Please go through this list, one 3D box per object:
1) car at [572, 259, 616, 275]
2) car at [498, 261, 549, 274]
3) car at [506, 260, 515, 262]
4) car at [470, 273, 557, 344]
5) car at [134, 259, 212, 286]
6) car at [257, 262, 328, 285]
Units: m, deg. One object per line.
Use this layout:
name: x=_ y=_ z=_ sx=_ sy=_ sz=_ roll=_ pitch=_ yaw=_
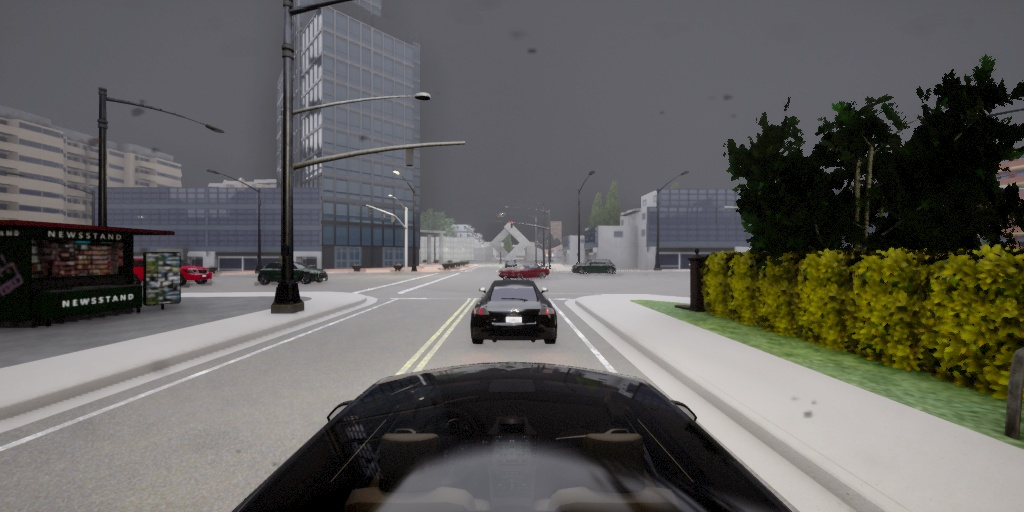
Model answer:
car: x=8.723 y=1.101 z=38.425 sx=4.553 sy=1.767 sz=2.097 roll=0 pitch=0 yaw=4
car: x=0.992 y=1.359 z=29.815 sx=1.895 sy=1.301 sz=4.718 roll=0 pitch=0 yaw=43
car: x=-0.161 y=1.314 z=61.923 sx=1.994 sy=1.385 sz=4.181 roll=0 pitch=0 yaw=0
car: x=0.045 y=1.314 z=9.583 sx=1.994 sy=1.385 sz=4.181 roll=0 pitch=0 yaw=0
car: x=-26.012 y=1.190 z=27.051 sx=5.566 sy=2.045 sz=2.150 roll=-1 pitch=0 yaw=-1
car: x=-16.495 y=1.210 z=27.168 sx=4.553 sy=1.767 sz=2.097 roll=-1 pitch=0 yaw=-1
